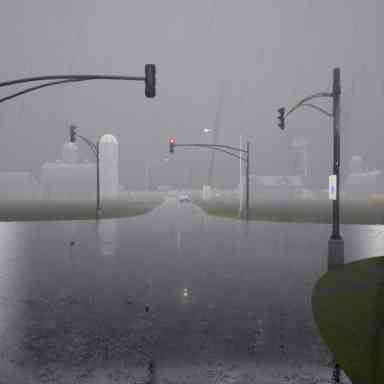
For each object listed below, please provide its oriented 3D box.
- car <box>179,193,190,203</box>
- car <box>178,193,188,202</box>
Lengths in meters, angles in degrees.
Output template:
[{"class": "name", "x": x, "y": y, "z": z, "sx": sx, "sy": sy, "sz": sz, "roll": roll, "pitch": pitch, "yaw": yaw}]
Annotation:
[{"class": "car", "x": -1.508, "y": 1.553, "z": 69.874, "sx": 1.812, "sy": 1.442, "sz": 4.674, "roll": 0, "pitch": 0, "yaw": -3}, {"class": "car", "x": -2.091, "y": 1.189, "z": 79.909, "sx": 2.150, "sy": 2.045, "sz": 5.566, "roll": 0, "pitch": 0, "yaw": -4}]
